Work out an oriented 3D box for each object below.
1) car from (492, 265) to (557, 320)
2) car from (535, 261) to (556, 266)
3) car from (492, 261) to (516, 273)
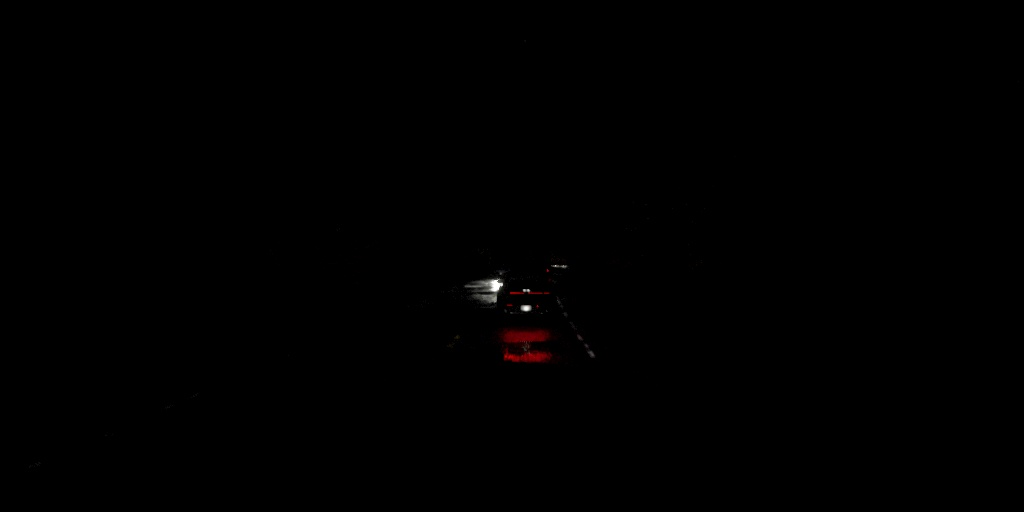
[{"bbox_3d":[0.532,1.254,12.749,1.837,1.490,4.892,0,0,3],"label":"car"},{"bbox_3d":[2.982,1.350,34.774,1.895,1.301,4.718,0,0,10],"label":"car"},{"bbox_3d":[-0.554,1.222,32.673,2.128,1.511,4.902,0,0,9],"label":"car"}]
